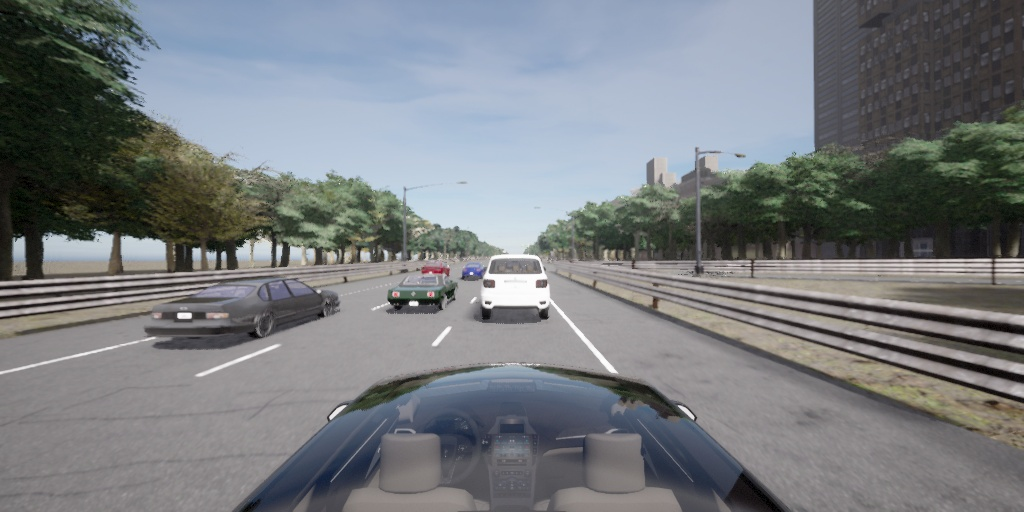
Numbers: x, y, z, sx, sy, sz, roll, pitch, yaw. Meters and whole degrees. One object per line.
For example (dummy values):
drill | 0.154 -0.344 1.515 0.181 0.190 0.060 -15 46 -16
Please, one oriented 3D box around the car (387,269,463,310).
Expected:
car | -3.399 1.368 14.657 1.895 1.301 4.718 0 0 0

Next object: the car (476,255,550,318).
car | 0.101 0.986 13.113 2.150 2.045 5.566 0 0 0

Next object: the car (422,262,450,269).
car | -6.897 1.260 32.859 1.882 1.535 5.008 0 0 0

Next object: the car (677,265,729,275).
car | 18.033 1.060 34.155 1.812 1.442 4.674 0 -1 -31

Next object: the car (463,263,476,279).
car | -3.401 1.308 32.414 1.812 1.442 4.674 0 0 0

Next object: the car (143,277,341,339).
car | -6.901 1.308 10.063 2.033 1.411 5.357 0 0 0
